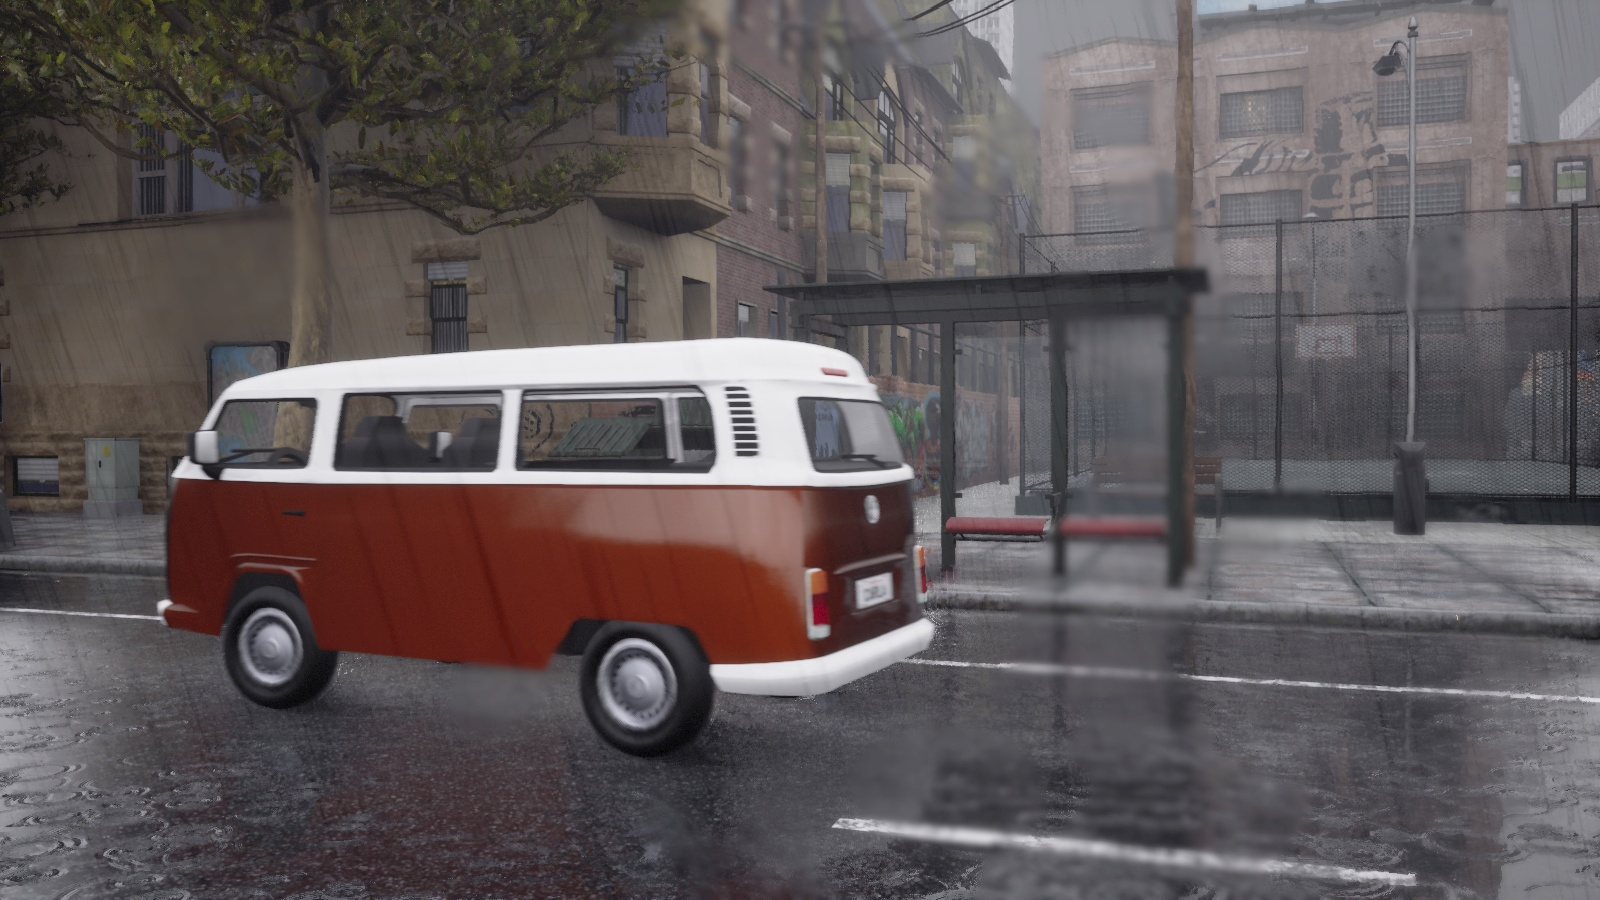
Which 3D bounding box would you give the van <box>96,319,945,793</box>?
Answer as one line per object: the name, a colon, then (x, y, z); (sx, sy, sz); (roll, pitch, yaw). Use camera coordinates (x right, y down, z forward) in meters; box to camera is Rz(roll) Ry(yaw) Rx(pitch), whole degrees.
van: (-1.639, 0.427, 7.290); (4.480, 2.038, 2.069); (1, 1, 26)
